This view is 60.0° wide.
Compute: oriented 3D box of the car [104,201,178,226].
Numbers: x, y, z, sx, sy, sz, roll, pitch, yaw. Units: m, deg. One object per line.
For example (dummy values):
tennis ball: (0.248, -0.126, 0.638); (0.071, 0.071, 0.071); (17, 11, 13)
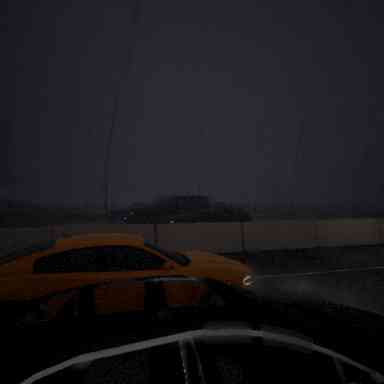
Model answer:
car: (-3.661, 1.480, 23.653); (5.008, 1.535, 1.882); (0, 0, -17)

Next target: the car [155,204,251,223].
car: (0.780, 1.499, 17.711); (4.902, 1.511, 2.128); (0, 0, -17)

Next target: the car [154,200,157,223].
car: (-1.318, 1.227, 20.719); (5.566, 2.045, 2.150); (0, 0, -17)

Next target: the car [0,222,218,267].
car: (-1.319, 1.477, 5.835); (5.008, 1.535, 1.882); (0, 0, -17)

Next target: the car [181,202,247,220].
car: (1.941, 1.572, 29.081); (5.357, 1.411, 2.033); (0, 0, -17)

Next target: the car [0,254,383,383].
car: (0.064, 1.492, 2.601); (4.902, 1.511, 2.128); (0, 0, -17)
